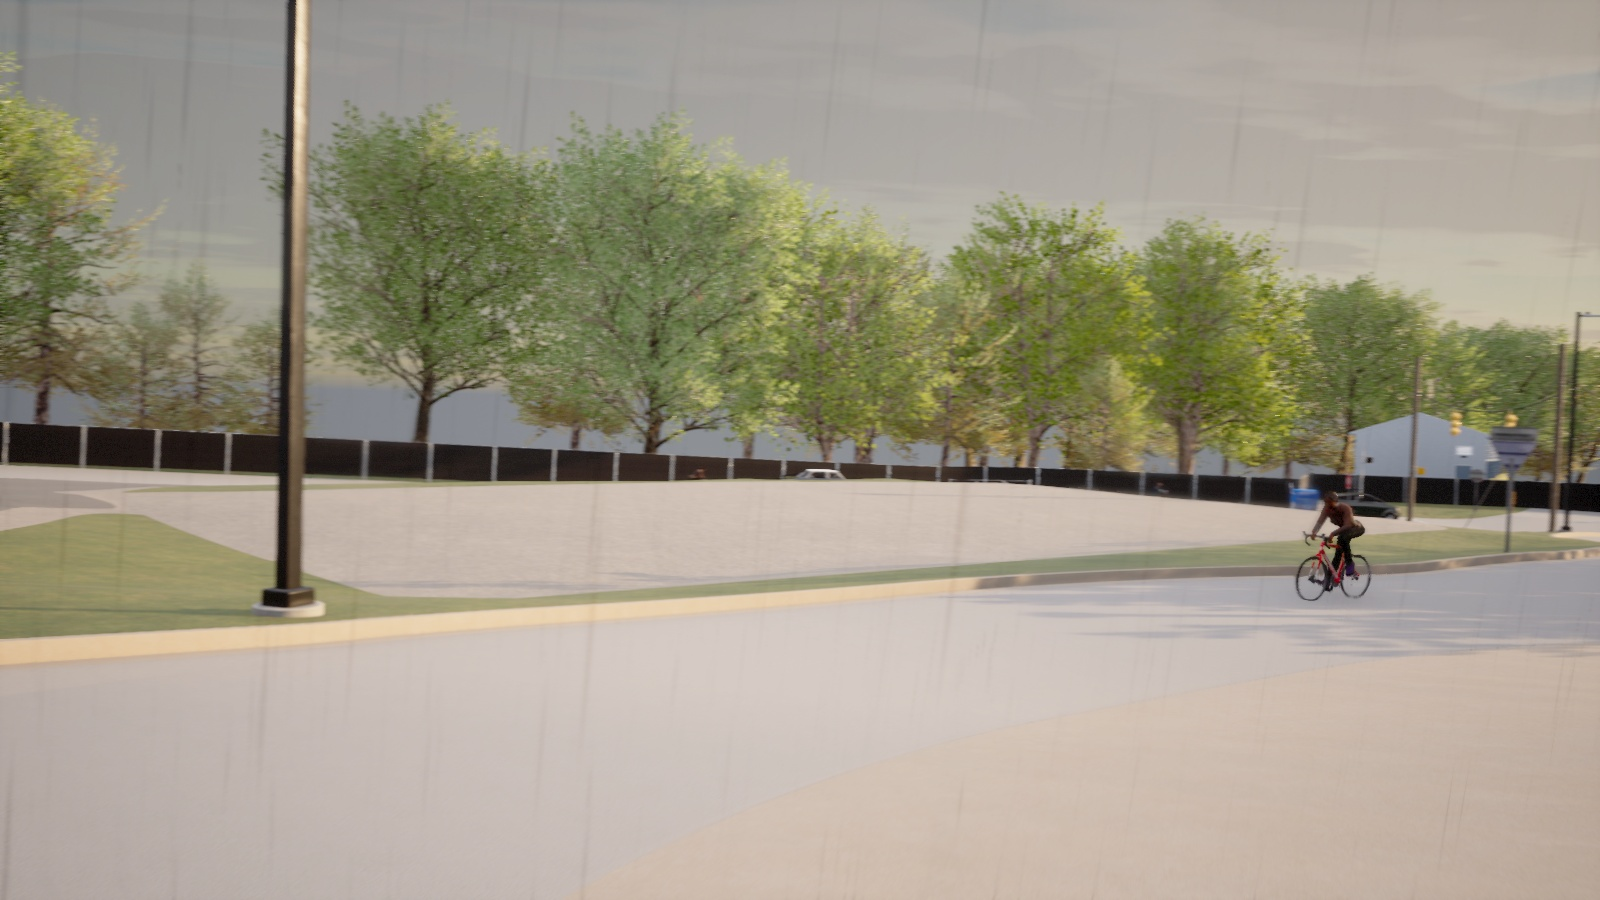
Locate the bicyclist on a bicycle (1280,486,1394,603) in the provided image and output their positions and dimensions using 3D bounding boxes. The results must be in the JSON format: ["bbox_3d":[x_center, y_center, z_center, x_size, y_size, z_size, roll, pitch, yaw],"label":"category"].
[{"bbox_3d":[7.965,1.371,18.612,1.656,1.620,0.582,0,3,-29],"label":"bicyclist on a bicycle"}]

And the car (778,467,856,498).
[{"bbox_3d":[0.900,1.756,68.027,3.806,1.475,1.970,2,2,-15],"label":"car"}]

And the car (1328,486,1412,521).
[{"bbox_3d":[30.485,2.869,67.235,3.705,1.549,1.789,2,2,12],"label":"car"}]
